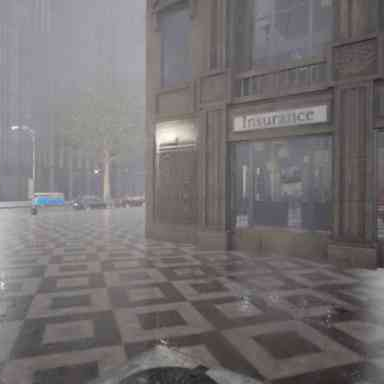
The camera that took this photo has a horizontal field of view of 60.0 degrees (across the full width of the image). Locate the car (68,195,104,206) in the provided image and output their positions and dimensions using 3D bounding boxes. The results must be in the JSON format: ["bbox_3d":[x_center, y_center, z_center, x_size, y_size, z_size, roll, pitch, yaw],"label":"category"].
[{"bbox_3d":[-14.384,1.127,45.354,2.008,1.369,4.403,1,2,36],"label":"car"}]

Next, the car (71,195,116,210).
[{"bbox_3d":[-10.747,1.279,35.820,1.947,1.339,4.313,1,2,36],"label":"car"}]

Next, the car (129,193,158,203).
[{"bbox_3d":[-7.910,0.948,54.332,1.752,1.417,4.829,2,2,36],"label":"car"}]

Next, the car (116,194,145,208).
[{"bbox_3d":[-7.462,1.188,40.376,1.887,1.381,4.507,2,2,36],"label":"car"}]

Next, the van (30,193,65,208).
[{"bbox_3d":[-17.667,0.987,40.794,1.690,1.788,3.998,1,1,36],"label":"van"}]
